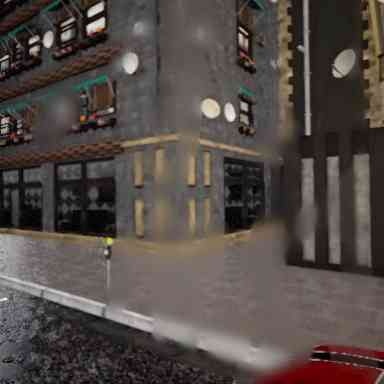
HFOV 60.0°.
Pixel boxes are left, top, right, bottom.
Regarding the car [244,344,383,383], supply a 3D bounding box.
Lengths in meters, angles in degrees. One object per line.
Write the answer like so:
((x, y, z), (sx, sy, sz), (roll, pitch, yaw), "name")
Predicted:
((1.897, 1.436, 1.382), (4.097, 1.590, 1.967), (0, -1, 35), "car")
